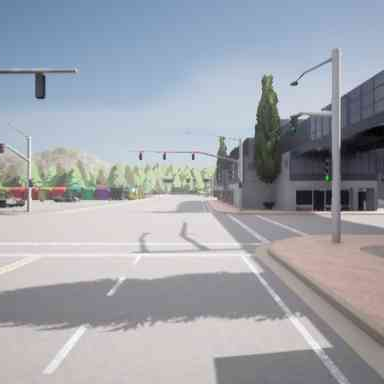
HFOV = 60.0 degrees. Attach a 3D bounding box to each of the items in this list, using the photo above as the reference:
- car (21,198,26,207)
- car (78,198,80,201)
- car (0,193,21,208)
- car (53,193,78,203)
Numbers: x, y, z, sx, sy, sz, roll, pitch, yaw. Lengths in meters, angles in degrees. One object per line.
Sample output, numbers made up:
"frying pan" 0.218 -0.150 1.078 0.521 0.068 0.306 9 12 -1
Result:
"car" -24.909 1.115 45.260 3.866 1.878 1.905 0 0 0
"car" -24.919 1.358 67.779 3.806 1.475 1.970 0 0 0
"car" -24.966 1.112 42.366 4.605 1.855 1.932 0 0 0
"car" -24.932 1.118 64.884 3.866 1.878 1.905 0 0 0
